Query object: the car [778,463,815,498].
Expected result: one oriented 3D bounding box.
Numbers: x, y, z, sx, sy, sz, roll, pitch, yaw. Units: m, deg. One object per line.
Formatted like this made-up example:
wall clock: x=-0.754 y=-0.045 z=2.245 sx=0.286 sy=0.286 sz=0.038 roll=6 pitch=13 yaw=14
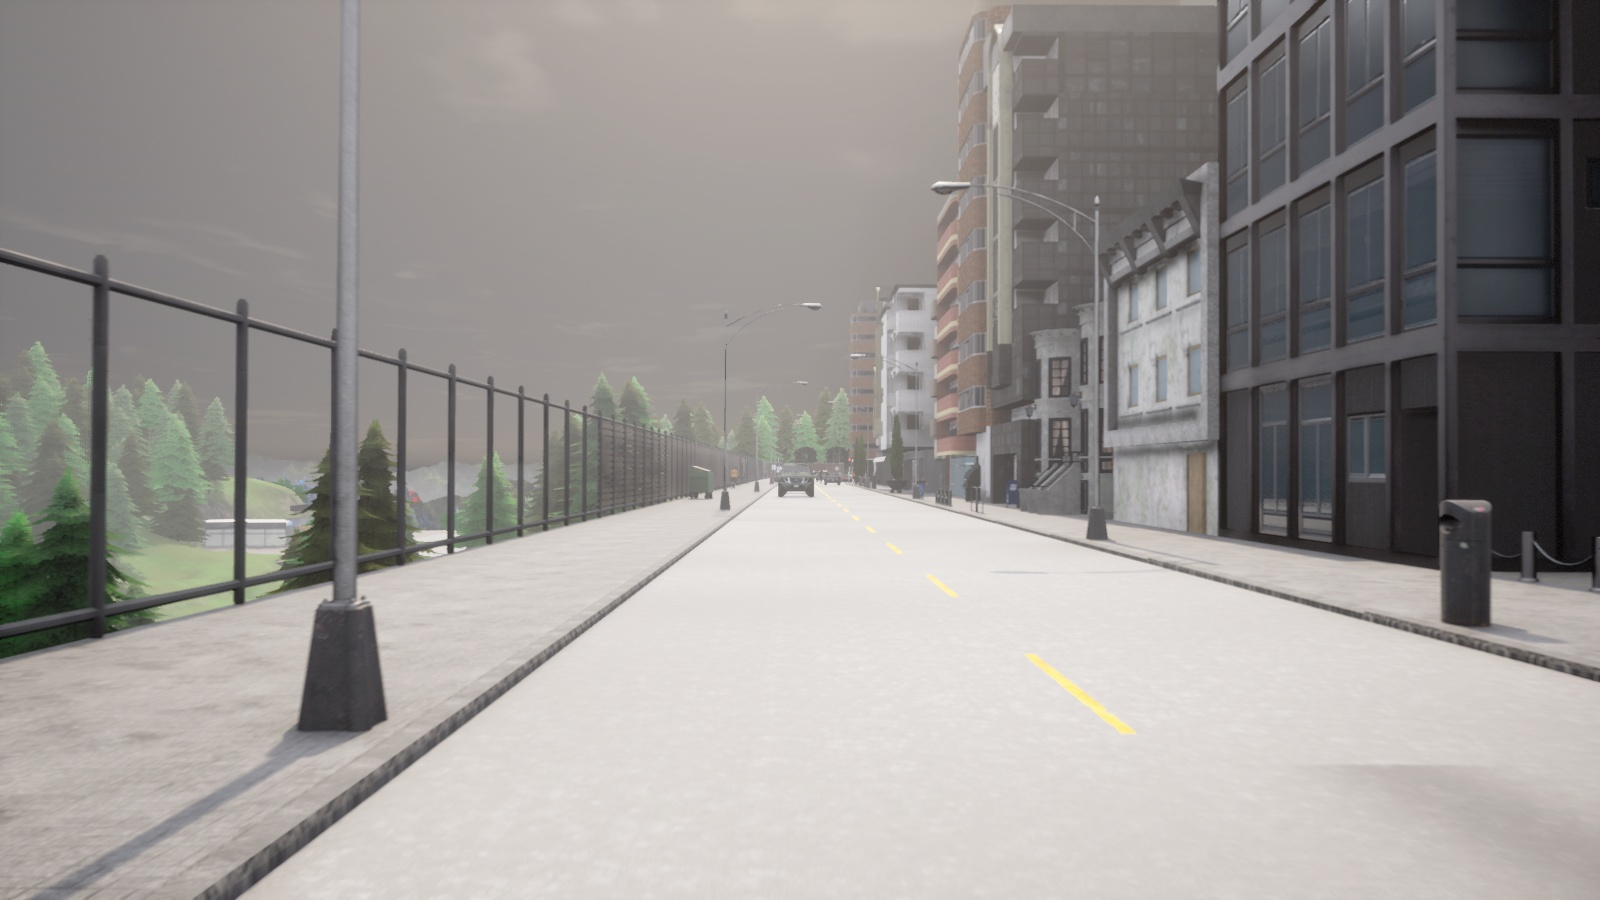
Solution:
car: x=-0.215 y=1.815 z=76.489 sx=2.150 sy=2.045 sz=5.566 roll=0 pitch=-1 yaw=0
